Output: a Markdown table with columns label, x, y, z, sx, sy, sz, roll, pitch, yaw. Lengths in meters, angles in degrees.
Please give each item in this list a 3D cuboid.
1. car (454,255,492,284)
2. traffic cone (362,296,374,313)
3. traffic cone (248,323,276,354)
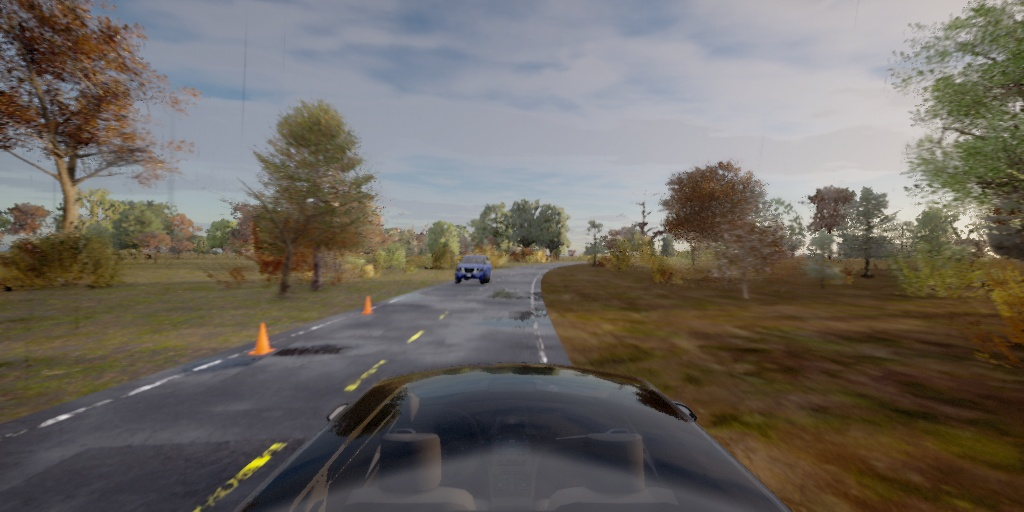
| label | x | y | z | sx | sy | sz | roll | pitch | yaw |
| --- | --- | --- | --- | --- | --- | --- | --- | --- | --- |
| car | -2.817 | 0.948 | 27.140 | 2.150 | 2.045 | 5.566 | 1 | 0 | 2 |
| traffic cone | -4.966 | 1.663 | 12.361 | 0.340 | 0.580 | 0.340 | 0 | 0 | 2 |
| traffic cone | -5.091 | 1.660 | 7.315 | 0.340 | 0.580 | 0.340 | 0 | 0 | 1 |
